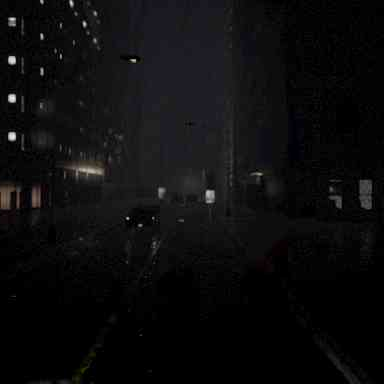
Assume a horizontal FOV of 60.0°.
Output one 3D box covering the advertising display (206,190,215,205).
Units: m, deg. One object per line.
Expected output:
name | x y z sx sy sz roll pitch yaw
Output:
advertising display | 3.001 0.872 54.454 1.540 2.440 0.280 0 0 0

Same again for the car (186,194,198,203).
car | -0.002 1.215 65.159 2.097 1.767 4.553 0 0 0

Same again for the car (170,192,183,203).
car | -2.786 1.061 62.448 2.150 2.045 5.566 0 0 1

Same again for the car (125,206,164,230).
car | -2.855 1.534 20.653 1.895 1.301 4.718 0 0 0

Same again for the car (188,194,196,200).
car | -0.015 1.288 81.558 2.033 1.411 5.357 0 0 0
